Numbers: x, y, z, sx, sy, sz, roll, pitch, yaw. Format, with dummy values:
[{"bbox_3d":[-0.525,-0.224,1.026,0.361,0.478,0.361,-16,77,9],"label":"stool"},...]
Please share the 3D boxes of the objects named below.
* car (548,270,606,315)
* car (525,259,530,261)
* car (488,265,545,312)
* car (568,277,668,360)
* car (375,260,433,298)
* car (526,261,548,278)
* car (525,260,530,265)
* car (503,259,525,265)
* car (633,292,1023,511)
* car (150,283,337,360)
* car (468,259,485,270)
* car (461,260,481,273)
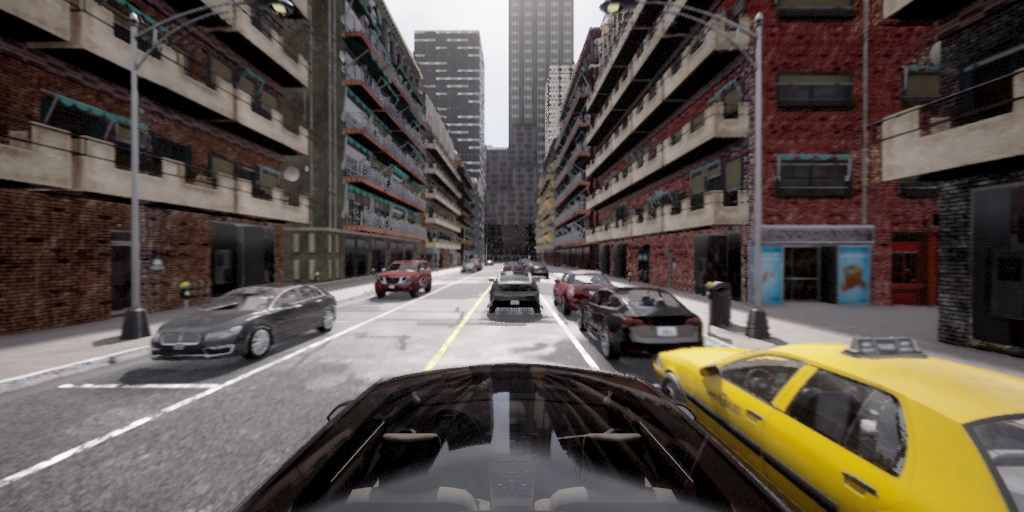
[{"bbox_3d":[2.690,1.252,13.882,1.967,1.591,4.097,0,0,0],"label":"car"},{"bbox_3d":[2.692,1.512,47.664,1.751,1.417,4.829,0,0,0],"label":"car"},{"bbox_3d":[0.098,1.322,14.516,1.837,1.490,4.892,0,0,0],"label":"car"},{"bbox_3d":[2.690,1.349,8.280,1.948,1.339,4.313,0,0,0],"label":"car"},{"bbox_3d":[-5.690,1.156,19.513,2.192,1.841,5.009,0,0,0],"label":"car"},{"bbox_3d":[2.691,1.494,36.290,1.948,1.339,4.313,0,0,0],"label":"car"},{"bbox_3d":[2.691,1.508,41.893,2.007,1.370,4.403,0,0,0],"label":"car"},{"bbox_3d":[0.103,1.302,40.417,2.097,1.767,4.553,0,0,0],"label":"car"},{"bbox_3d":[2.690,1.280,2.848,1.751,1.417,4.829,0,0,0],"label":"car"},{"bbox_3d":[-5.691,1.334,8.309,2.007,1.370,4.403,0,0,0],"label":"car"},{"bbox_3d":[-5.689,1.331,53.125,2.192,1.841,5.009,0,0,0],"label":"car"},{"bbox_3d":[-5.689,1.538,47.523,2.007,1.370,4.403,0,0,0],"label":"car"}]
